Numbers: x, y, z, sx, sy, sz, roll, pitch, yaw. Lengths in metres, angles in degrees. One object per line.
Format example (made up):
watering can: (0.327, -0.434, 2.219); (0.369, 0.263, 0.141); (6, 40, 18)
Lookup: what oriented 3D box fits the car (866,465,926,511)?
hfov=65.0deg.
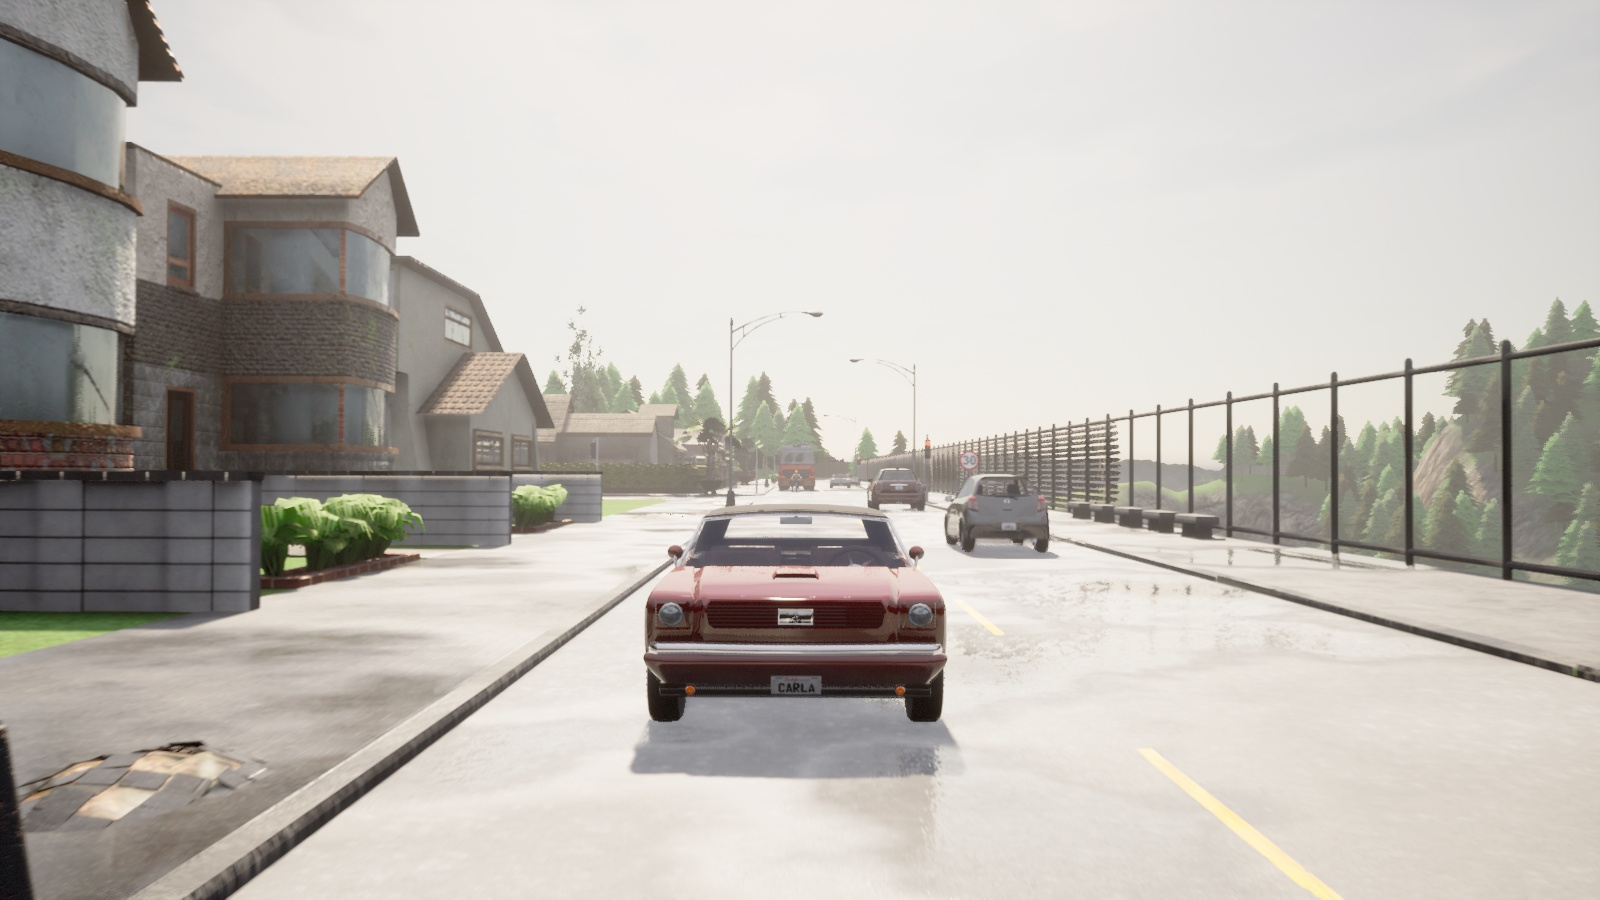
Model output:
car: (3.875, 1.516, 51.279); (2.097, 1.767, 4.553); (0, -1, 0)

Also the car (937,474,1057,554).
car: (3.938, 1.242, 25.655); (1.845, 1.501, 3.633); (0, -1, 0)

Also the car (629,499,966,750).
car: (-0.023, 1.073, 9.431); (1.895, 1.301, 4.718); (0, -1, 0)
